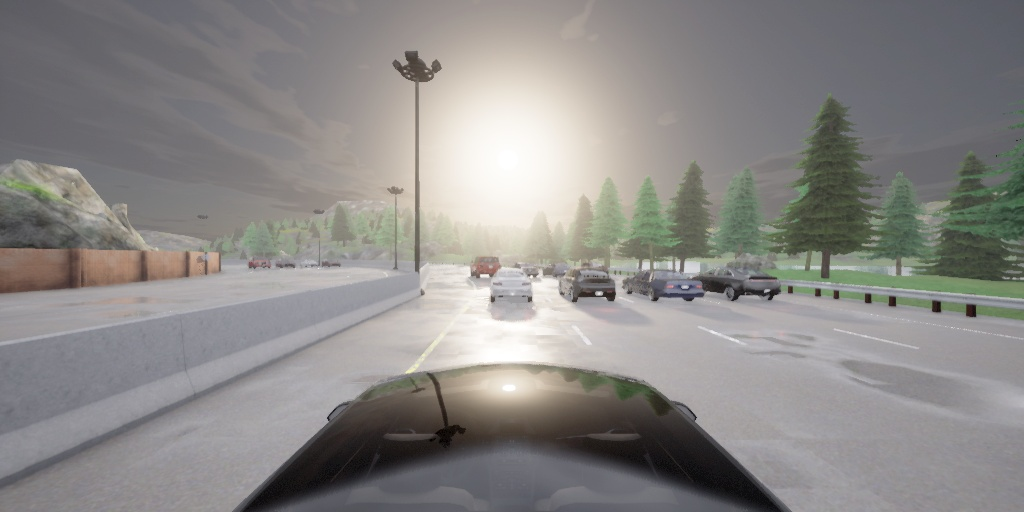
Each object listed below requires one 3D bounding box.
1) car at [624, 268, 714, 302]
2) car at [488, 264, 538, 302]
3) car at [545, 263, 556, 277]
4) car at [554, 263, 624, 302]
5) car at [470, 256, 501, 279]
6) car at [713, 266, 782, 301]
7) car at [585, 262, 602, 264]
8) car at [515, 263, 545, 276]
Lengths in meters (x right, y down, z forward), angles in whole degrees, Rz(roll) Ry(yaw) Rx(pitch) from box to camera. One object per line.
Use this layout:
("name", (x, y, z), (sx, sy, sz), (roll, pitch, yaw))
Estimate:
("car", (6.910, 1.310, 17.057), (2.033, 1.411, 5.357), (0, 0, -3))
("car", (-0.083, 1.280, 16.738), (1.812, 1.442, 4.674), (0, 0, -3))
("car", (4.363, 1.320, 34.314), (1.994, 1.385, 4.181), (0, 0, -14))
("car", (3.414, 1.264, 16.898), (1.837, 1.490, 4.892), (0, 0, -3))
("car", (-2.431, 1.005, 32.628), (2.150, 2.045, 5.566), (0, 0, -14))
("car", (10.406, 1.242, 17.217), (2.128, 1.511, 4.902), (0, 0, -3))
("car", (7.756, 1.281, 35.171), (1.812, 1.442, 4.674), (0, 0, -14))
("car", (0.969, 1.311, 33.456), (2.033, 1.411, 5.357), (0, 0, -14))
